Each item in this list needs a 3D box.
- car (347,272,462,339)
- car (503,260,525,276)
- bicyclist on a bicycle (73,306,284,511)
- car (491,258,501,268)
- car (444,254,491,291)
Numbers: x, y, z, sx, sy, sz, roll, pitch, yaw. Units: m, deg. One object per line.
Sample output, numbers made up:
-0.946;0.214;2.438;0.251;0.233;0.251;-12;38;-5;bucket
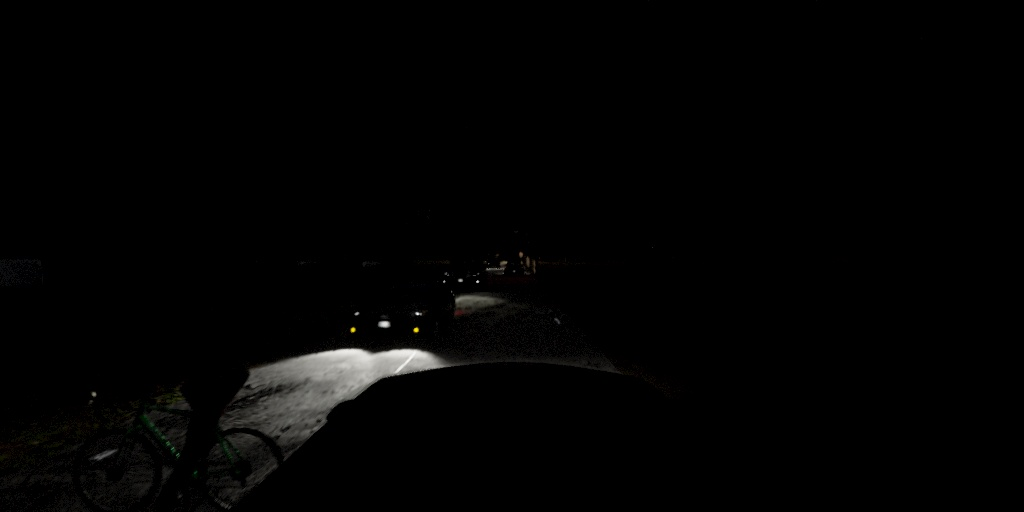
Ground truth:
-2.810;1.332;9.997;1.994;1.385;4.181;0;0;1;car
0.199;1.155;34.451;1.812;1.442;4.674;0;0;0;car
-2.580;1.211;2.780;1.656;1.620;0.582;-1;-1;0;bicyclist on a bicycle
-2.682;0.986;52.124;1.837;1.490;4.892;0;1;0;car
-2.764;0.927;22.156;2.150;2.045;5.566;0;1;0;car
